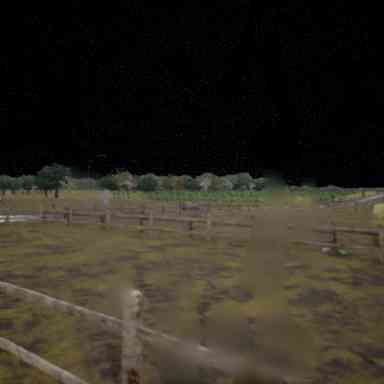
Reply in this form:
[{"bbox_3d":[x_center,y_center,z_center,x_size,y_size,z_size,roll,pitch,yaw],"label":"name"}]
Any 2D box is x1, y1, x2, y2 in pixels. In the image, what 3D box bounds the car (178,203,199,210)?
[{"bbox_3d":[-0.557,2.578,58.487,1.994,1.385,4.181,1,-1,35],"label":"car"}]
